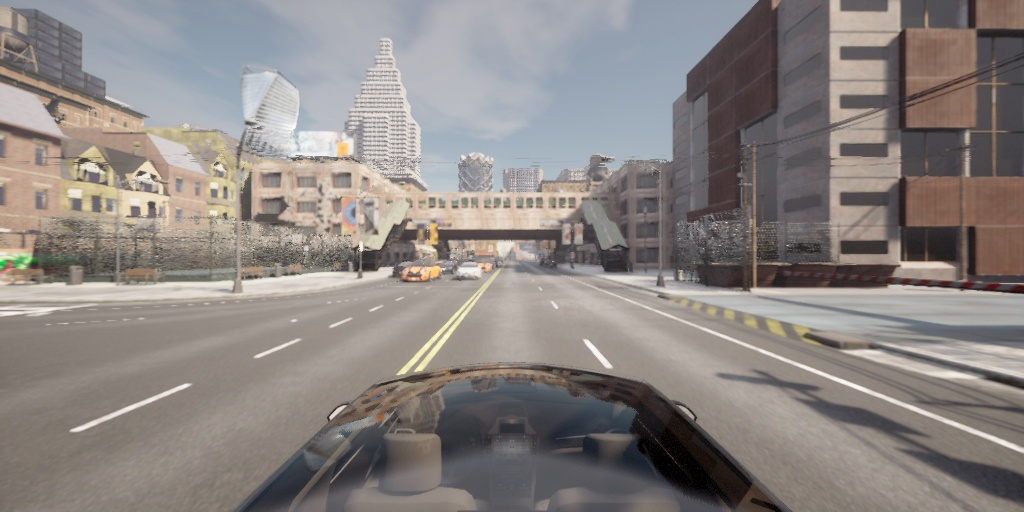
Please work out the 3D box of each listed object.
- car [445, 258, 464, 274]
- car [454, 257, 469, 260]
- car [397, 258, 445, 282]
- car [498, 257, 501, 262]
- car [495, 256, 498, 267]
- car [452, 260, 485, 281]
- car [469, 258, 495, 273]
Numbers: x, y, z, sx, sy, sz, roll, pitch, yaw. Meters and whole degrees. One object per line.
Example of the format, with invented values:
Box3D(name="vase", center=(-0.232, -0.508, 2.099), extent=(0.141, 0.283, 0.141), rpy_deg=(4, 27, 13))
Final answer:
Box3D(name="car", center=(-6.998, 1.246, 39.437), extent=(2.128, 1.511, 4.902), rpy_deg=(0, 0, 1))
Box3D(name="car", center=(-7.101, 1.254, 52.885), extent=(1.837, 1.490, 4.892), rpy_deg=(0, 1, 0))
Box3D(name="car", center=(-7.104, 1.107, 28.483), extent=(2.097, 1.767, 4.553), rpy_deg=(0, 0, 2))
Box3D(name="car", center=(-3.473, 1.352, 63.933), extent=(1.895, 1.301, 4.718), rpy_deg=(0, 0, 1))
Box3D(name="car", center=(-3.594, 1.104, 53.060), extent=(2.097, 1.767, 4.553), rpy_deg=(0, 0, 1))
Box3D(name="car", center=(-3.603, 1.277, 30.651), extent=(1.812, 1.442, 4.674), rpy_deg=(0, 0, 0))
Box3D(name="car", center=(-3.534, 1.103, 42.966), extent=(2.097, 1.767, 4.553), rpy_deg=(0, 0, 0))
